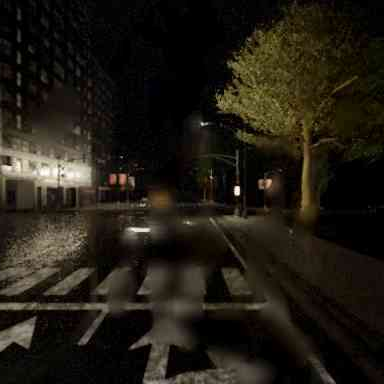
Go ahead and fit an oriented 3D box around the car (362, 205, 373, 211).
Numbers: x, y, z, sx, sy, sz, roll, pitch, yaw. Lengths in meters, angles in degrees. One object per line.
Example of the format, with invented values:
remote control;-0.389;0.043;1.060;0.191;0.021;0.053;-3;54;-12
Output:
car;41.583;3.797;78.412;1.837;1.490;4.892;0;-3;45

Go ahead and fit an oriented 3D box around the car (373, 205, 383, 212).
car;43.616;3.775;75.848;1.837;1.490;4.892;0;-3;45

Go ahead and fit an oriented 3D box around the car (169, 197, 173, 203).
car;-6.528;2.060;83.645;2.033;1.411;5.357;0;-1;0

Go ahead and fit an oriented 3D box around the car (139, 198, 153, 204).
car;-9.773;1.894;69.501;1.994;1.385;4.181;0;-1;0

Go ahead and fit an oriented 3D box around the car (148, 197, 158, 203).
car;-9.777;2.066;83.156;1.994;1.385;4.181;0;-1;0

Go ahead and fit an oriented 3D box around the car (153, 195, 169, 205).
car;-6.523;1.823;69.835;1.882;1.535;5.008;0;-1;0
